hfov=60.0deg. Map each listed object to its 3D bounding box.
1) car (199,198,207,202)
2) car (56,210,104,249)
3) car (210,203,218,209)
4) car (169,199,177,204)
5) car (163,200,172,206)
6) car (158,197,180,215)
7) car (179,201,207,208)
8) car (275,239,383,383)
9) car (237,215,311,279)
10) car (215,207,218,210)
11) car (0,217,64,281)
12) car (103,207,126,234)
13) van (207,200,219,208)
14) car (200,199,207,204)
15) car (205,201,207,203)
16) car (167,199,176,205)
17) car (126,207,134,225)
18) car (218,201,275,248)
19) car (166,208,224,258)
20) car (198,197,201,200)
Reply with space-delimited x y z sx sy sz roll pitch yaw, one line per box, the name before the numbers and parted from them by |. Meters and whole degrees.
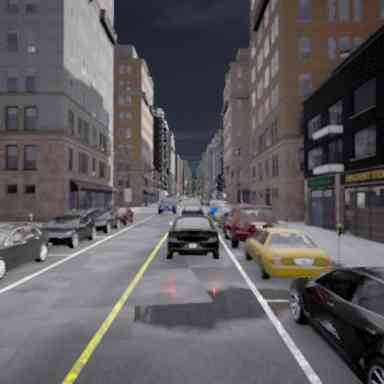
car | 2.988 2.515 76.108 1.947 1.339 4.313 1 -1 1
car | -5.851 1.767 15.760 1.947 1.339 4.313 1 -1 0
car | 2.675 1.870 27.272 1.752 1.417 4.829 1 -1 0
car | -5.326 2.699 92.798 1.887 1.381 4.507 1 -1 1
car | -5.538 2.534 76.213 1.802 1.307 4.206 1 -1 1
car | -3.038 1.755 42.284 2.150 2.045 5.566 0 -1 1
car | 0.052 1.837 28.472 1.882 1.535 5.008 0 0 1
car | 2.675 1.623 4.409 1.947 1.339 4.313 1 -1 0
car | 2.675 1.657 10.253 1.752 1.417 4.829 1 -1 0
car | 2.674 1.854 21.428 1.802 1.307 4.206 1 -1 0
car | -5.850 1.680 10.087 2.008 1.369 4.403 1 -1 0
car | -5.851 1.838 21.432 1.947 1.339 4.313 1 -1 0
van | 2.677 1.755 32.777 1.690 1.788 3.998 1 -1 0
car | 3.199 2.697 92.698 1.887 1.381 4.507 1 -1 1
car | 2.675 2.012 38.618 1.752 1.417 4.829 1 -1 0
car | -5.397 2.638 87.270 2.008 1.369 4.403 1 -1 1
car | -5.851 1.887 27.104 1.887 1.381 4.507 1 -1 0
car | 2.677 1.516 15.759 2.192 1.841 5.009 1 -1 0
car | 0.052 1.650 13.506 1.882 1.535 5.008 0 0 0
car | 3.058 2.562 81.638 1.887 1.381 4.507 1 -1 1
